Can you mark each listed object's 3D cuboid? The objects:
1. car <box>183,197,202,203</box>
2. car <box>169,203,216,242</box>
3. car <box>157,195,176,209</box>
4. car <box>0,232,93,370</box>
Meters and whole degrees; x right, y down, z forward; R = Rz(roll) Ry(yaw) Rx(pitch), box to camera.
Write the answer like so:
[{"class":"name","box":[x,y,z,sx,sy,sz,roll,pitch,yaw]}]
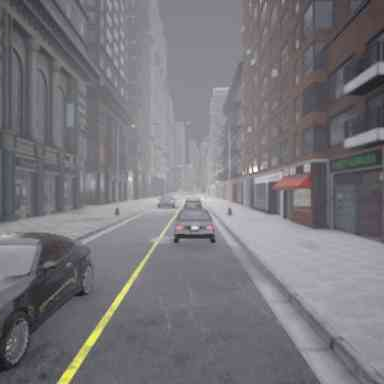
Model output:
[{"class":"car","box":[0.100,1.277,36.139,2.128,1.511,4.902,0,0,0]},{"class":"car","box":[0.102,1.450,15.708,2.033,1.411,5.357,0,0,0]},{"class":"car","box":[-3.078,1.109,41.012,2.097,1.767,4.553,0,0,0]},{"class":"car","box":[-3.105,1.488,5.772,1.812,1.442,4.674,0,0,0]}]
